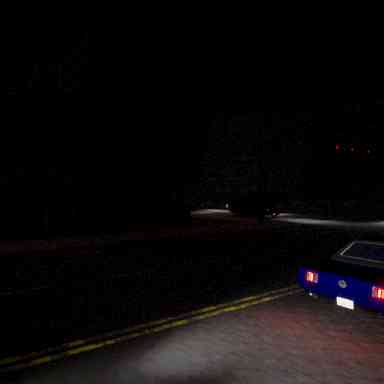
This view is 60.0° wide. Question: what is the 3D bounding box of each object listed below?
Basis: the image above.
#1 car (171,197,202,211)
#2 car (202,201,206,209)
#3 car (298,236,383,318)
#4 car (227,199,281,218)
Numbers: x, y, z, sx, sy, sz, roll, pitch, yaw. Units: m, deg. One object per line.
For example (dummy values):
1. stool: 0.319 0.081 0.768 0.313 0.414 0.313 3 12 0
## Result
1. car: -1.335 1.478 40.213 1.882 1.535 5.008 0 0 -36
2. car: -0.101 1.491 44.505 2.128 1.511 4.902 0 0 -36
3. car: 4.427 1.601 6.925 4.718 1.301 1.895 0 0 -35
4. car: 5.758 1.601 30.322 1.895 1.301 4.718 0 0 -36
